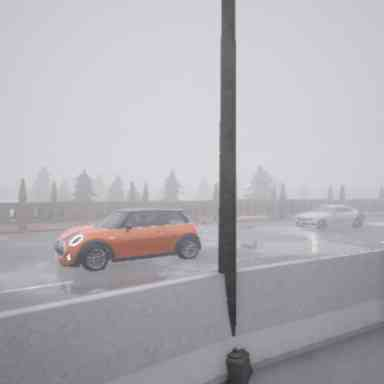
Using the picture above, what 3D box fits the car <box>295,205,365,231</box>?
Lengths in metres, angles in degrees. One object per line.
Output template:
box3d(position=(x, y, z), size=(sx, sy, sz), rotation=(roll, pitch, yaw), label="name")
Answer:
box3d(position=(8.559, 1.511, 20.540), size=(4.674, 1.442, 1.812), rotation=(0, 0, -24), label="car")

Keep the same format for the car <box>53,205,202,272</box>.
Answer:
box3d(position=(-1.991, 1.318, 10.762), size=(4.553, 1.767, 2.097), rotation=(0, 0, -32), label="car")
